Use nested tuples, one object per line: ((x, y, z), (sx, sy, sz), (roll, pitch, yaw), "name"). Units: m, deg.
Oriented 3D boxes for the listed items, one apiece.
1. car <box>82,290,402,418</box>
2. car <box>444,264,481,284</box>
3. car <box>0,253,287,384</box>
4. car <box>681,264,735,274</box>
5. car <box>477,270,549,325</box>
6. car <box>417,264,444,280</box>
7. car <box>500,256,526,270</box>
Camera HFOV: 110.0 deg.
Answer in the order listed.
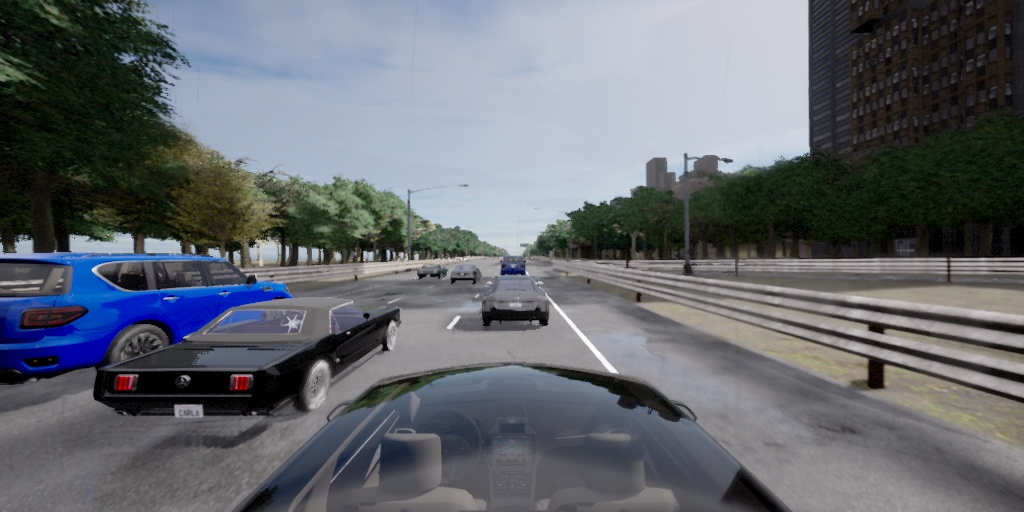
((-3.402, 1.352, 6.003), (1.895, 1.301, 4.718), (0, 0, 0), "car")
((-3.406, 1.307, 27.047), (2.033, 1.411, 5.357), (0, 0, 0), "car")
((-6.901, 0.973, 7.219), (2.150, 2.045, 5.566), (0, 0, 0), "car")
((18.793, 1.078, 34.612), (1.895, 1.301, 4.718), (0, -1, -31), "car")
((0.099, 1.317, 11.850), (1.994, 1.385, 4.181), (0, 0, 0), "car")
((-6.904, 1.358, 31.798), (1.895, 1.301, 4.718), (0, 0, 0), "car")
((0.096, 0.978, 32.454), (2.150, 2.045, 5.566), (0, 0, 0), "car")
